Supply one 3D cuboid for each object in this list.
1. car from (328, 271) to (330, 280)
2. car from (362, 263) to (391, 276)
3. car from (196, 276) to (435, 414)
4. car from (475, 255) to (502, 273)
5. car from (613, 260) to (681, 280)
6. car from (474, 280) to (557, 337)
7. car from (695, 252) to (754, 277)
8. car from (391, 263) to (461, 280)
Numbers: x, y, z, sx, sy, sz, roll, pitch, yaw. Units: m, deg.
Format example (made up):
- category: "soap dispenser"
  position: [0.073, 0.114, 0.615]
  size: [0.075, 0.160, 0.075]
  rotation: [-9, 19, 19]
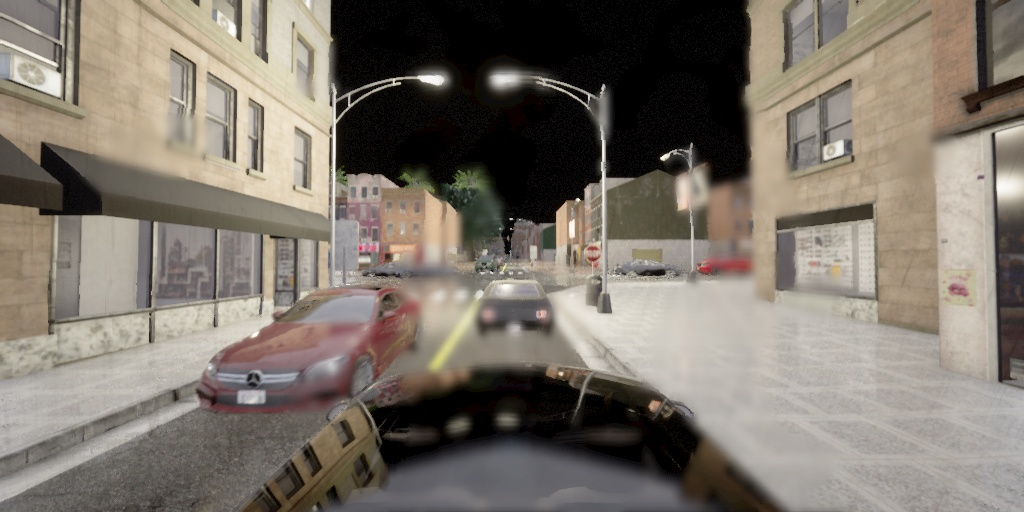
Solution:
- category: "car"
  position: [-14.442, 1.173, 23.829]
  size: [4.892, 1.490, 1.837]
  rotation: [0, -1, -1]
- category: "car"
  position: [-11.563, 1.361, 33.804]
  size: [4.902, 1.511, 2.128]
  rotation: [0, -1, -1]
- category: "car"
  position: [-2.817, 1.270, 6.224]
  size: [1.812, 1.442, 4.674]
  rotation: [0, 0, 0]
- category: "car"
  position: [-2.938, 0.888, 43.011]
  size: [2.150, 2.045, 5.566]
  rotation: [0, 0, 5]
- category: "car"
  position: [10.261, 1.014, 27.365]
  size: [4.902, 1.511, 2.128]
  rotation: [-1, -1, -1]
- category: "car"
  position: [0.091, 1.339, 10.228]
  size: [1.895, 1.301, 4.718]
  rotation: [0, 0, 0]
- category: "car"
  position: [18.880, 0.706, 30.917]
  size: [5.566, 2.045, 2.150]
  rotation: [-1, -1, -1]
- category: "car"
  position: [-7.102, 1.317, 30.577]
  size: [5.357, 1.411, 2.033]
  rotation: [-1, -1, 0]
